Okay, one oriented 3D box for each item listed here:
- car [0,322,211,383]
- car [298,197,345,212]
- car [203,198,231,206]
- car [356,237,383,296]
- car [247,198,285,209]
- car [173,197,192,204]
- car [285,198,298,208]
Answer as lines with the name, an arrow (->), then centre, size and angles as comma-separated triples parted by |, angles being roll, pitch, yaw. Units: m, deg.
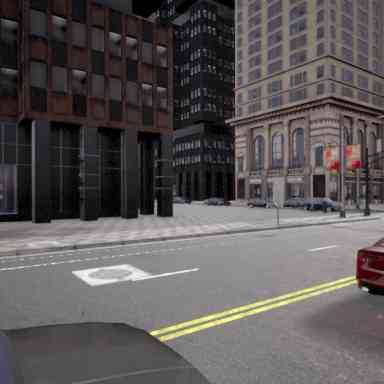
car -> -2.334, 1.548, 1.779 | 5.357, 1.411, 2.033 | 0, 0, -35
car -> 14.948, 1.375, 37.897 | 2.097, 1.767, 4.553 | 0, 0, -35
car -> 3.982, 1.593, 53.429 | 2.033, 1.411, 5.357 | 0, 0, -35
car -> 5.681, 1.477, 7.494 | 5.008, 1.535, 1.882 | 0, 0, -36
car -> 9.673, 1.525, 45.363 | 2.128, 1.511, 4.902 | 0, 0, -35
car -> -2.128, 1.608, 62.138 | 2.033, 1.411, 5.357 | 0, 0, -35
car -> 13.901, 1.513, 44.889 | 2.128, 1.511, 4.902 | 0, 0, -35
